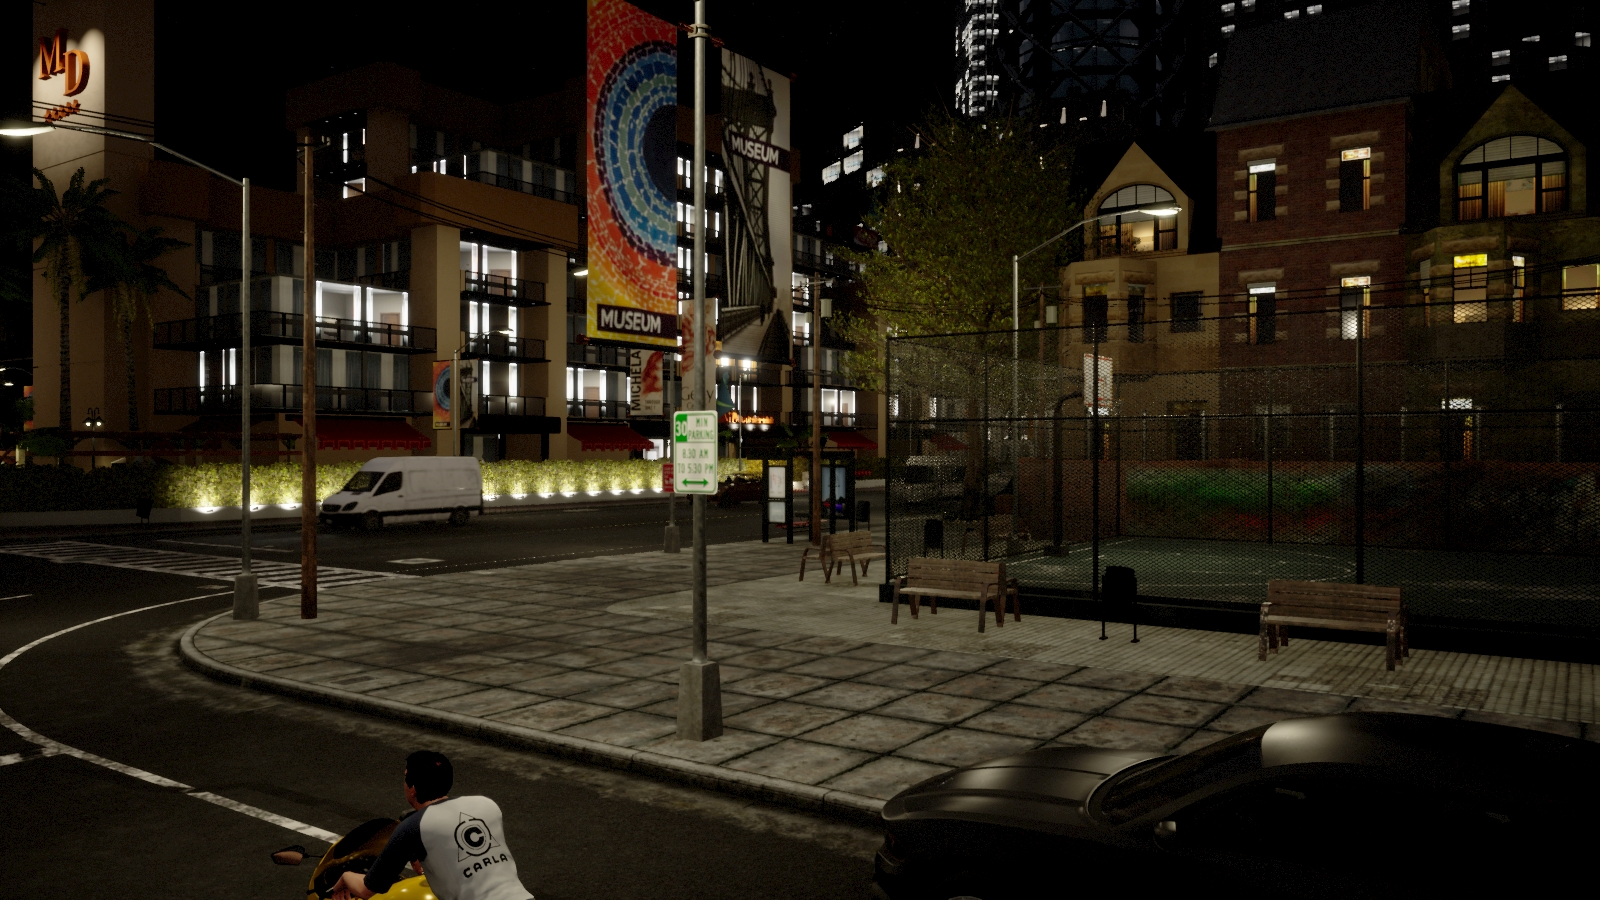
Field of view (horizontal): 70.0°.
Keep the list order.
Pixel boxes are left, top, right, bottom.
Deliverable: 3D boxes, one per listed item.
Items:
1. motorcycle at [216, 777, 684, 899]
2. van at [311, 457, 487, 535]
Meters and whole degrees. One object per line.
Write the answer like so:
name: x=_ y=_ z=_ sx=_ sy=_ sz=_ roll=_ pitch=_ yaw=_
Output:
motorcycle: x=-1.529 y=2.213 z=4.819 sx=2.033 sy=1.145 sz=0.803 roll=0 pitch=0 yaw=35
van: x=-14.201 y=1.534 z=40.845 sx=1.988 sy=2.561 sz=5.915 roll=0 pitch=0 yaw=34
